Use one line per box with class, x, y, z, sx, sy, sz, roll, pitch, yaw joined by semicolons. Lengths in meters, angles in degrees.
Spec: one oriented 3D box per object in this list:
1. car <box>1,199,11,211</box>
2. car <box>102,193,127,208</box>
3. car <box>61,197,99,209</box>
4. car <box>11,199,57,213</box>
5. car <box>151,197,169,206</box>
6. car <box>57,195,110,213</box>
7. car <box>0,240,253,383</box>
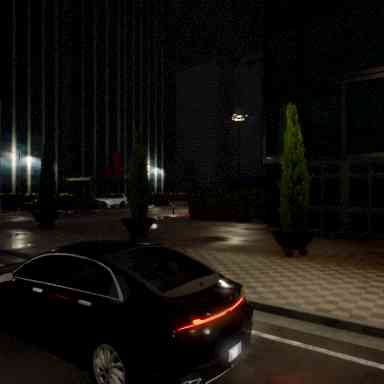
car;-21.028;1.547;37.921;2.033;1.411;5.357;0;0;35
car;-11.363;1.221;45.597;2.150;2.045;5.566;0;0;35
car;-15.381;1.505;45.966;1.837;1.490;4.892;0;0;35
car;-17.080;1.491;37.459;2.128;1.511;4.902;0;0;35
car;-5.562;1.564;53.835;1.994;1.385;4.181;0;0;35
car;-12.265;1.477;37.873;1.882;1.535;5.008;0;0;35
car;-1.496;1.505;5.070;4.892;1.490;1.837;0;0;36
